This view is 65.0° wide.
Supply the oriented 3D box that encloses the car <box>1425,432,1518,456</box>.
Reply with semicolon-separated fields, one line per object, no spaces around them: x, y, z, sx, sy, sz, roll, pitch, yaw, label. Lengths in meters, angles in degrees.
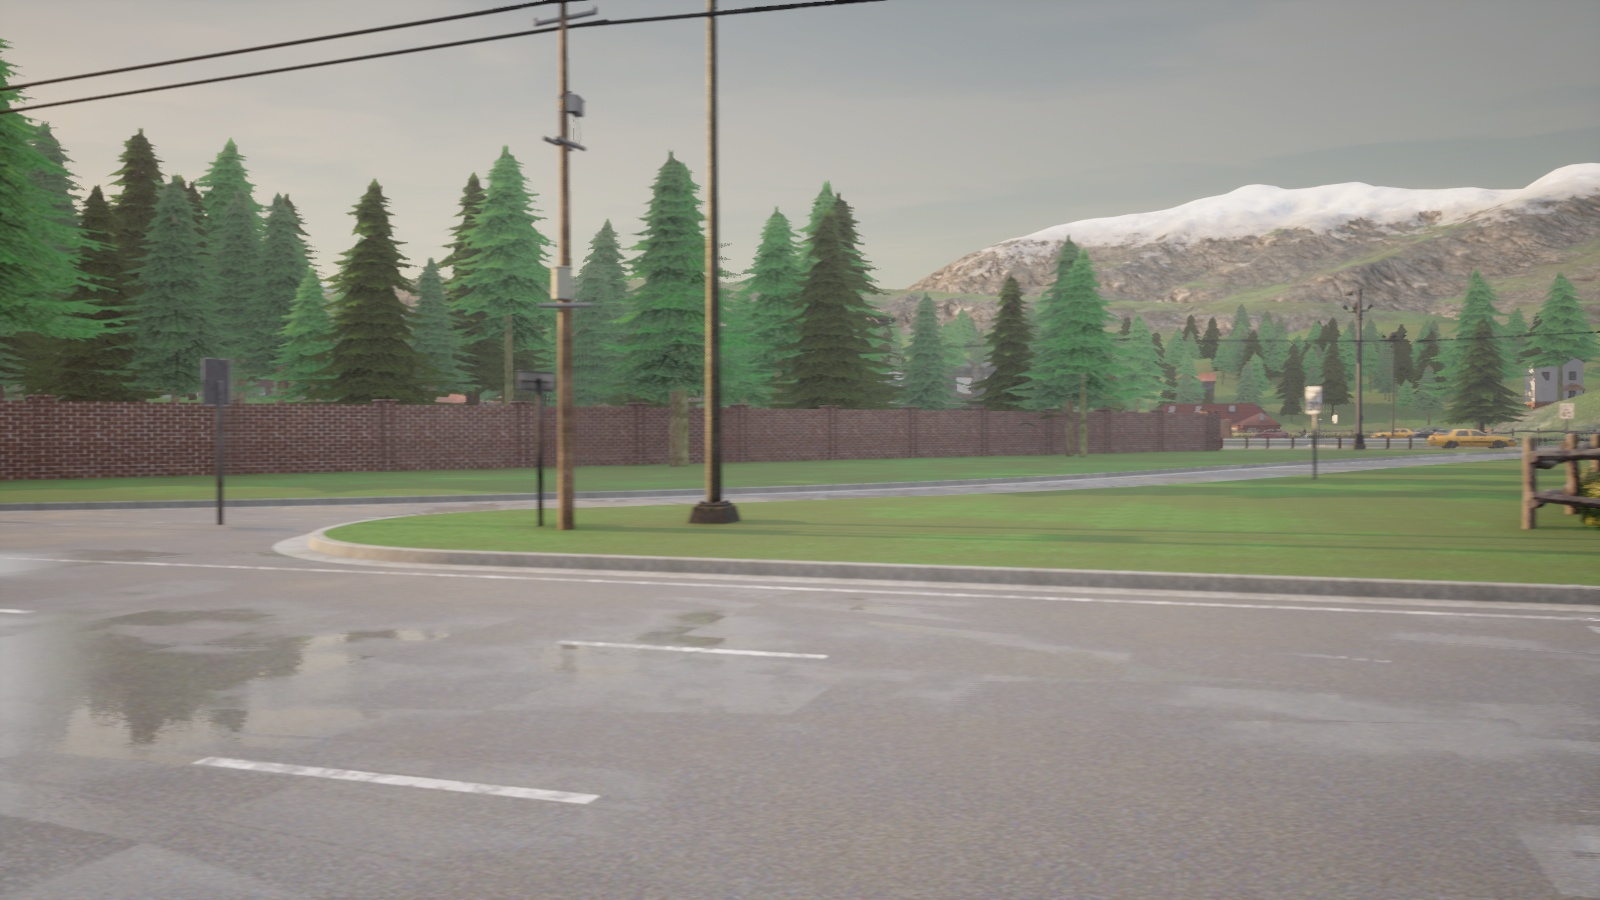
45.758;-0.437;85.740;5.366;1.575;1.801;1;1;18;car
